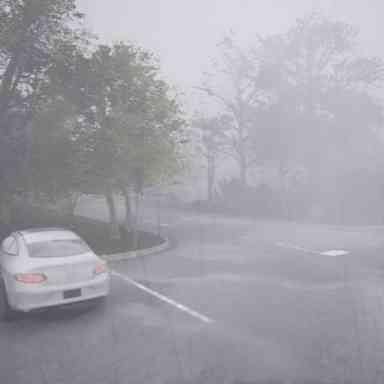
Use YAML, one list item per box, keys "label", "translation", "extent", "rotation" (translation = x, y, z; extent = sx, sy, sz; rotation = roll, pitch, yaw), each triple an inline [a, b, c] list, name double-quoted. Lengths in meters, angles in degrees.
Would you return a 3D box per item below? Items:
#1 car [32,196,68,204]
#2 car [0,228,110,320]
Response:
- label: "car"
  translation: [-19.133, 0.713, 44.838]
  extent: [4.553, 1.767, 2.097]
  rotation: [1, 2, 14]
- label: "car"
  translation: [-3.332, 1.529, 7.428]
  extent: [2.002, 1.452, 4.674]
  rotation: [0, 0, -36]
